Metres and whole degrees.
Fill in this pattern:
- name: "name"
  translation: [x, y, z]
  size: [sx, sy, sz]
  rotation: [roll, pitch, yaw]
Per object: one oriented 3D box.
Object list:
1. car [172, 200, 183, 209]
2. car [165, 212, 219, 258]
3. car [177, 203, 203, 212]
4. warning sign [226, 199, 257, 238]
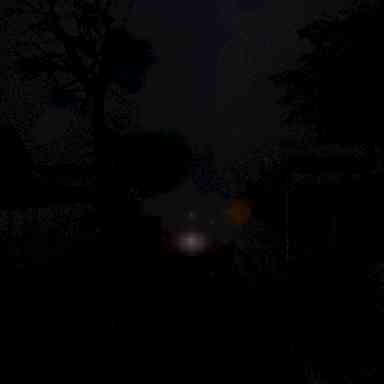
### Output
- name: "car"
  translation: [-2.762, 2.377, 65.587]
  size: [2.097, 1.767, 4.553]
  rotation: [0, -1, 0]
- name: "car"
  translation: [0.023, 1.722, 13.562]
  size: [1.994, 1.385, 4.181]
  rotation: [0, -1, 1]
- name: "car"
  translation: [0.029, 1.925, 28.569]
  size: [1.994, 1.385, 4.181]
  rotation: [0, -1, 0]
- name: "warning sign"
  translation: [2.480, 1.315, 16.815]
  size: [1.300, 1.860, 1.060]
  rotation: [-2, -3, 0]
